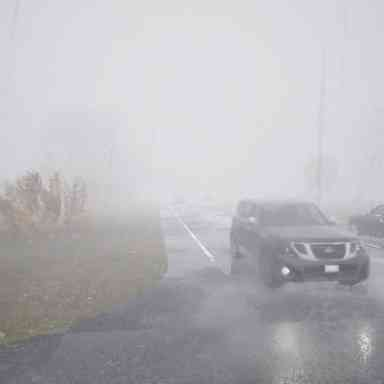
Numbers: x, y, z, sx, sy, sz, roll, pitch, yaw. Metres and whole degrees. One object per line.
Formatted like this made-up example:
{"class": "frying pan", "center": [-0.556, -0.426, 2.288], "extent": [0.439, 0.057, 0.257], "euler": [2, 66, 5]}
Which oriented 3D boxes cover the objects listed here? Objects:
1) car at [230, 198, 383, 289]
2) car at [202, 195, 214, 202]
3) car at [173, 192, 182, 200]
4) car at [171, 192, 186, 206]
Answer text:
{"class": "car", "center": [2.598, 1.218, 9.623], "extent": [2.150, 2.045, 5.566], "euler": [0, 0, -6]}
{"class": "car", "center": [3.225, 1.259, 68.931], "extent": [1.994, 1.385, 4.181], "euler": [0, 0, -6]}
{"class": "car", "center": [-3.547, 1.013, 82.190], "extent": [2.097, 1.767, 4.553], "euler": [0, 0, 1]}
{"class": "car", "center": [-2.085, 1.153, 51.738], "extent": [2.097, 1.767, 4.553], "euler": [0, 0, -7]}
